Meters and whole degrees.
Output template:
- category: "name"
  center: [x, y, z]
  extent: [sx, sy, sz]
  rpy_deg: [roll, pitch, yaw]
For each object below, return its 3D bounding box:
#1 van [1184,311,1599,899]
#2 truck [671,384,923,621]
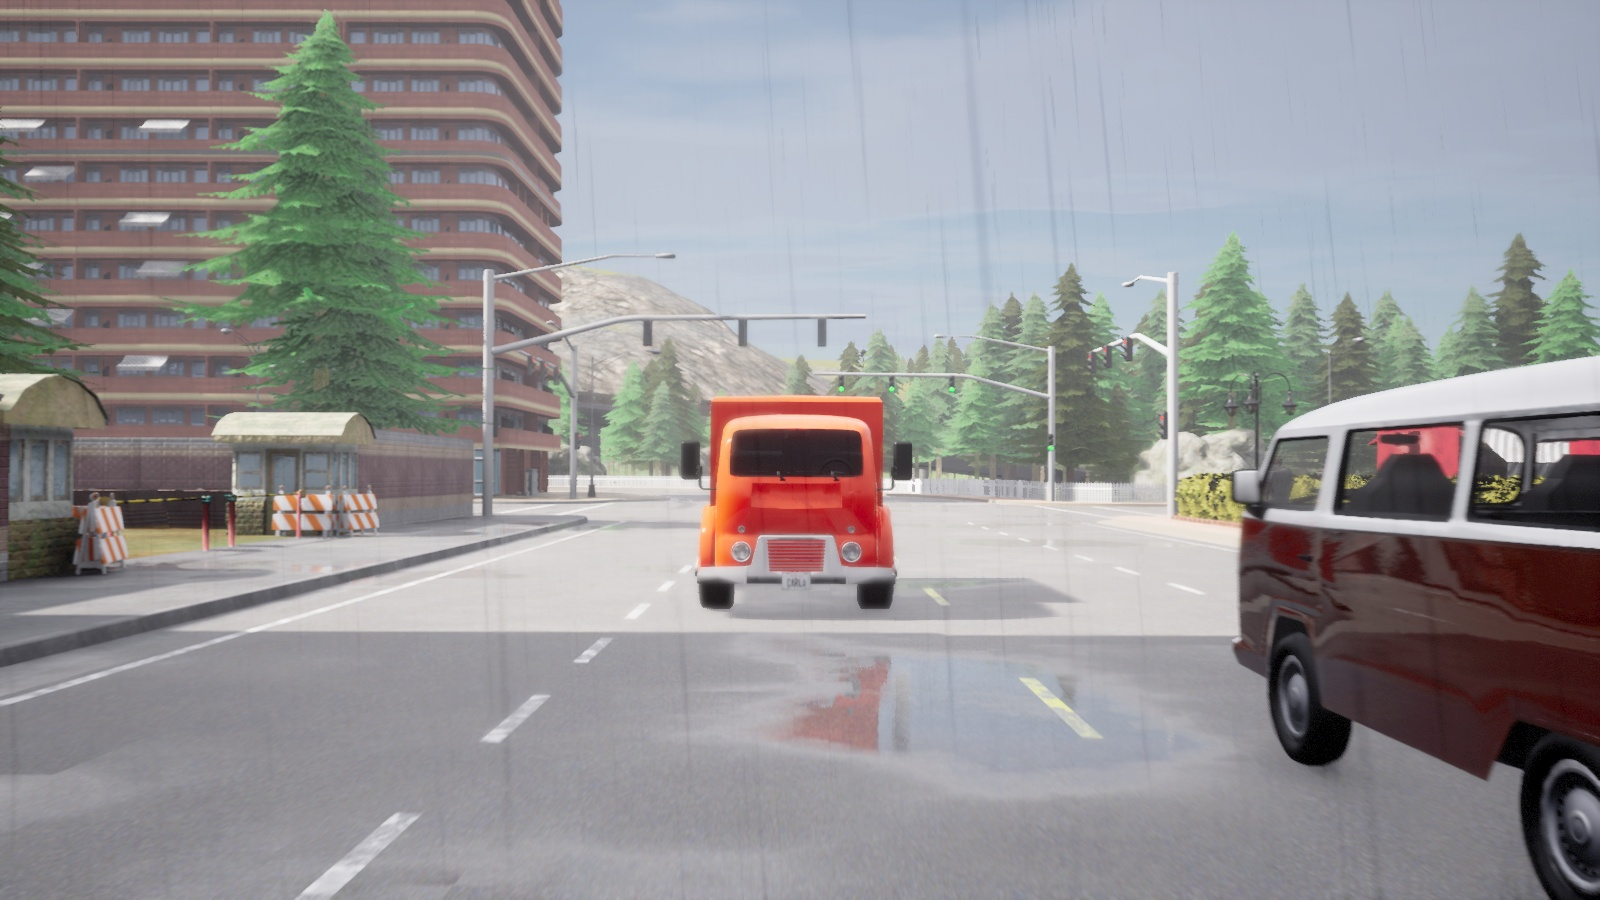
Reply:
- category: "van"
  center: [3.485, 0.620, 5.724]
  extent: [2.069, 2.038, 4.480]
  rpy_deg: [0, -1, 0]
- category: "truck"
  center: [-0.041, 0.591, 15.716]
  extent: [2.627, 2.467, 5.204]
  rpy_deg: [0, -1, 0]
